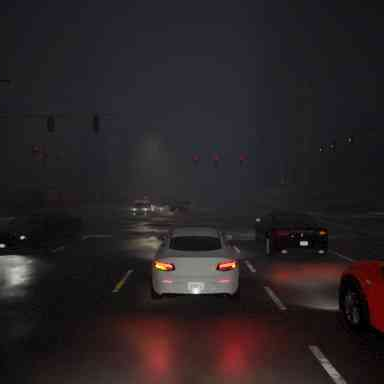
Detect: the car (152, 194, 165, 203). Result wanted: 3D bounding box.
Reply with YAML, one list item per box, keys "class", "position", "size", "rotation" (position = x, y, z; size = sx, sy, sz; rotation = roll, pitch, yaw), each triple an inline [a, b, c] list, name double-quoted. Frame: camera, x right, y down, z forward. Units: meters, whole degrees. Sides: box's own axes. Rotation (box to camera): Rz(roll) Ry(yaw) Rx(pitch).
- class: "car"
  position: [-6.862, 1.352, 68.149]
  size: [2.097, 1.767, 4.553]
  rotation: [0, 0, 1]

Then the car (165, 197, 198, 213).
- class: "car"
  position: [-0.892, 1.601, 37.592]
  size: [1.895, 1.301, 4.718]
  rotation: [0, 0, 20]

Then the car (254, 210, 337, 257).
- class: "car"
  position: [3.647, 1.478, 13.005]
  size: [1.882, 1.535, 5.008]
  rotation: [0, 0, 2]

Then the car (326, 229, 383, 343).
- class: "car"
  position: [3.601, 1.352, 3.966]
  size: [2.097, 1.767, 4.553]
  rotation: [0, 0, 0]

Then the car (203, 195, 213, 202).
- class: "car"
  position: [3.801, 1.478, 77.484]
  size: [1.882, 1.535, 5.008]
  rotation: [0, 0, 1]

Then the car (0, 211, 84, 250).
- class: "car"
  position: [-6.567, 1.547, 14.604]
  size: [2.033, 1.411, 5.357]
  rotation: [0, 0, 6]

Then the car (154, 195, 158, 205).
- class: "car"
  position: [-7.093, 1.491, 58.090]
  size: [2.128, 1.511, 4.902]
  rotation: [0, 0, 1]

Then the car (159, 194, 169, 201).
- class: "car"
  position: [-6.668, 1.314, 79.488]
  size: [2.097, 1.767, 4.553]
  rotation: [0, 0, 1]

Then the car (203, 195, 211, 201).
- class: "car"
  position: [3.990, 1.478, 89.260]
  size: [1.882, 1.535, 5.008]
  rotation: [0, 0, 1]

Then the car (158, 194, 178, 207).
- class: "car"
  position: [-3.704, 1.478, 51.217]
  size: [1.882, 1.535, 5.008]
  rotation: [0, 0, 1]

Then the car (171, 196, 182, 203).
- class: "car"
  position: [-3.304, 1.540, 71.039]
  size: [2.033, 1.411, 5.357]
  rotation: [0, 0, 1]

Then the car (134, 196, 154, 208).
- class: "car"
  position: [-7.240, 1.478, 48.823]
  size: [1.882, 1.535, 5.008]
  rotation: [0, 0, 1]

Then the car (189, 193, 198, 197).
- class: "car"
  position: [0.329, 1.591, 79.257]
  size: [1.895, 1.301, 4.718]
  rotation: [0, 0, 1]

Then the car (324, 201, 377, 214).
- class: "car"
  position: [16.411, 1.601, 34.676]
  size: [4.718, 1.301, 1.895]
  rotation: [0, 0, 0]

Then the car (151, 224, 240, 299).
- class: "car"
  position: [0.062, 1.526, 8.295]
  size: [1.812, 1.442, 4.674]
  rotation: [0, 0, 0]
